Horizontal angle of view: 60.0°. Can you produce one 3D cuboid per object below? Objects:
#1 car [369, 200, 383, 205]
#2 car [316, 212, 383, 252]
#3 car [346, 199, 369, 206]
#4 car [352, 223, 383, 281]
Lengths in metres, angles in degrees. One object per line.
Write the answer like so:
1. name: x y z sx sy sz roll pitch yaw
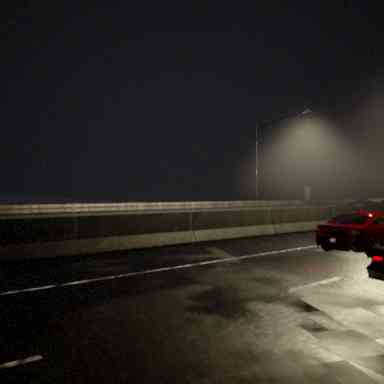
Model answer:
1. car: 25.277 1.645 42.732 4.674 1.442 1.812 0 0 -34
2. car: 6.901 1.504 12.917 5.008 1.535 1.882 0 0 -35
3. car: 23.359 1.668 45.665 5.357 1.411 2.033 0 0 -34
4. car: 6.562 1.568 8.418 5.357 1.411 2.033 0 0 -35
